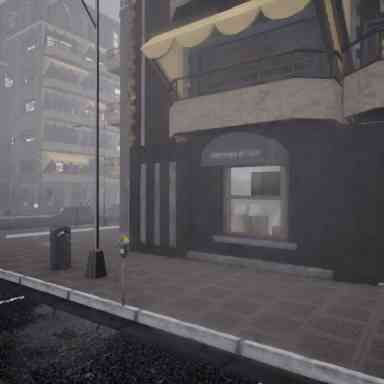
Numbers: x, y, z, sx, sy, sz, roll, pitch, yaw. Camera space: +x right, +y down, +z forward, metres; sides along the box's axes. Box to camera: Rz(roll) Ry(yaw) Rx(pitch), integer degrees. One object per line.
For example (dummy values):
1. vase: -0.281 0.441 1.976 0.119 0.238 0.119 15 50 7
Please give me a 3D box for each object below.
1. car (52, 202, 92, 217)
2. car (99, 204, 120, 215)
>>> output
1. car: -12.690 1.821 35.246 1.967 1.590 4.097 -1 -1 35
2. car: -9.407 2.063 39.871 1.802 1.307 4.206 -1 -1 35
